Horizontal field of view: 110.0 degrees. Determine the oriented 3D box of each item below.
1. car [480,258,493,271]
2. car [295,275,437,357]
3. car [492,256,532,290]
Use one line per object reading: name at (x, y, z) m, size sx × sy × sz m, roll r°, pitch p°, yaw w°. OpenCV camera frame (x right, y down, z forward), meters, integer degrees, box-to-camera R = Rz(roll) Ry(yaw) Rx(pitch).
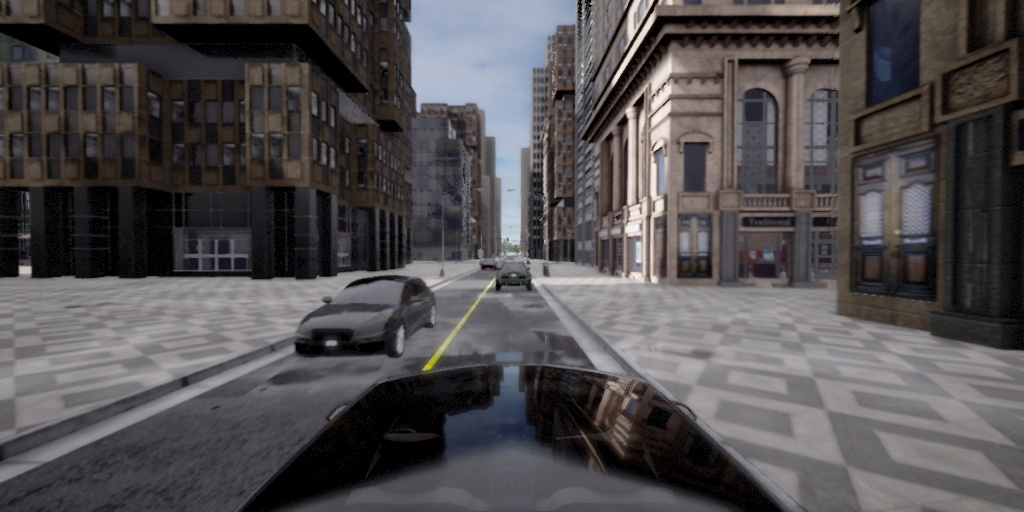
car at (-3.078, 1.059, 48.546) m, size 2.097 × 1.767 × 4.553 m, roll 0°, pitch 0°, yaw 0°
car at (-3.087, 1.248, 8.582) m, size 1.837 × 1.490 × 4.892 m, roll 0°, pitch 0°, yaw 0°
car at (0.099, 1.083, 22.126) m, size 2.097 × 1.767 × 4.553 m, roll 0°, pitch 0°, yaw 0°
